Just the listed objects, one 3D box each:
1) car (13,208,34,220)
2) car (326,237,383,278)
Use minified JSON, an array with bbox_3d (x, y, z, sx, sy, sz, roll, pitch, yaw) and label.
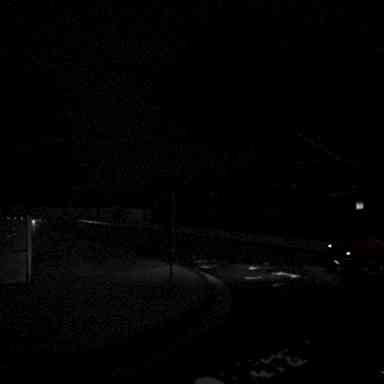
[{"bbox_3d":[-22.385,2.881,44.149,1.837,1.490,4.892,2,-3,-38],"label":"car"},{"bbox_3d":[6.699,1.785,10.168,4.718,1.301,1.895,-2,-2,4],"label":"car"}]
